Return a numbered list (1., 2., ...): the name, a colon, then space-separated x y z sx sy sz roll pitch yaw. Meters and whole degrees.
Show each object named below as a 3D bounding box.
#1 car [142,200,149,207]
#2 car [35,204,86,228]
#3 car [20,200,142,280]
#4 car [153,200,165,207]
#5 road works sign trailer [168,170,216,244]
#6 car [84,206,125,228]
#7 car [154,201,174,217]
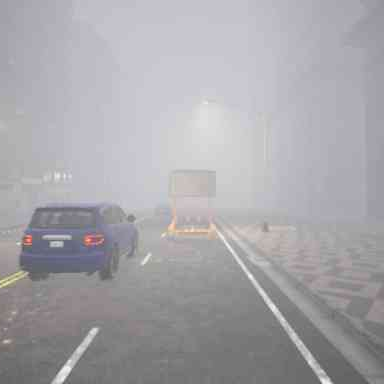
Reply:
1. car: -9.731 2.306 66.437 2.033 1.411 5.357 0 -1 0
2. car: -9.838 1.768 25.365 1.882 1.535 5.008 0 -1 0
3. car: -3.144 1.341 10.423 2.150 2.045 5.566 0 -1 0
4. car: -6.482 2.360 66.410 1.895 1.301 4.718 0 -1 0
5. road works sign trailer: 0.021 0.659 17.005 2.380 3.560 2.880 0 -1 0
6. car: -6.588 1.855 25.468 1.994 1.385 4.181 0 -1 0
7. car: -3.137 1.992 37.428 1.994 1.385 4.181 0 -1 0
